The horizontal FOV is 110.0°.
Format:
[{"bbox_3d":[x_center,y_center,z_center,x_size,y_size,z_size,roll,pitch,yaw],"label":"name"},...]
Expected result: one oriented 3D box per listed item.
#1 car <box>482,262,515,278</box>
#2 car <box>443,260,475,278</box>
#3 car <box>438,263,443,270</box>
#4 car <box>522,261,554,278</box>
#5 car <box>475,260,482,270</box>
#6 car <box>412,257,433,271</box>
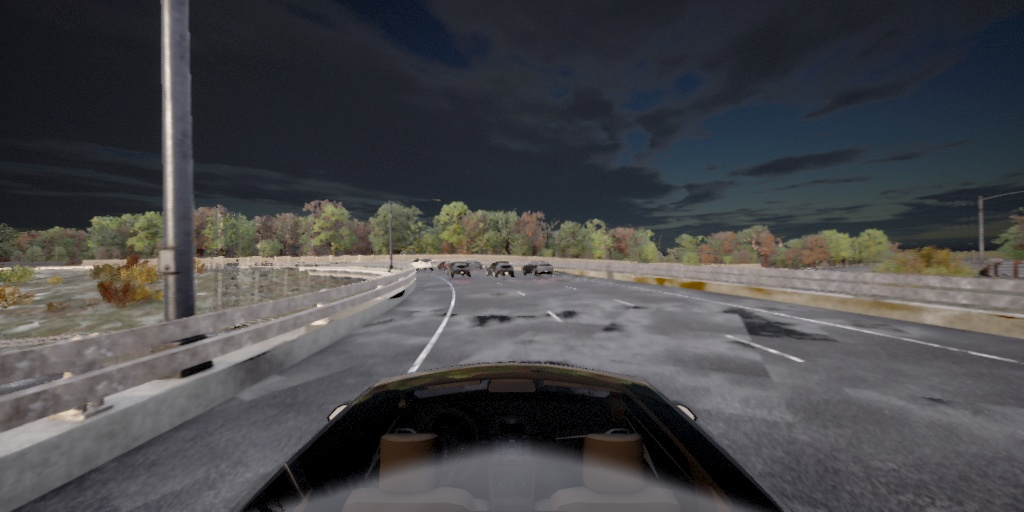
[{"bbox_3d":[-1.171,1.275,33.912,1.837,1.490,4.892,-1,0,-17],"label":"car"},{"bbox_3d":[-5.383,1.349,35.685,1.837,1.490,4.892,-1,-1,-18],"label":"car"},{"bbox_3d":[-9.913,1.454,54.782,1.812,1.442,4.674,-1,0,-28],"label":"car"},{"bbox_3d":[2.374,1.195,34.270,2.128,1.511,4.902,-1,0,-17],"label":"car"},{"bbox_3d":[-6.140,1.352,55.099,2.128,1.511,4.902,-1,0,-28],"label":"car"},{"bbox_3d":[-13.588,1.221,54.197,2.150,2.045,5.566,-1,0,-29],"label":"car"}]
